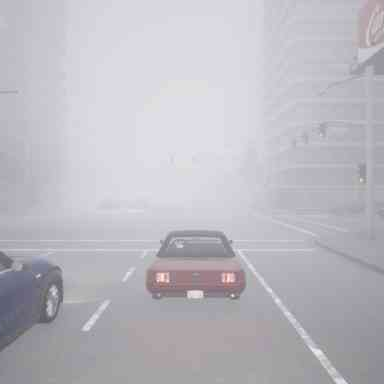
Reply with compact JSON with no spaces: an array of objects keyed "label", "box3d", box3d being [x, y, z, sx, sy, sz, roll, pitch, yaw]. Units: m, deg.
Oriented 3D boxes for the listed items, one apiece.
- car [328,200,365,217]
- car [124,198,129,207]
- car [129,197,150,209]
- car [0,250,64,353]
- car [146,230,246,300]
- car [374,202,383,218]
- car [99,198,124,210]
[{"label":"car","box3d":[15.340,1.504,31.272,4.892,1.490,1.837,0,0,0]},{"label":"car","box3d":[-10.453,1.600,52.094,1.895,1.301,4.718,0,0,1]},{"label":"car","box3d":[-6.962,1.491,46.451,2.128,1.511,4.902,0,0,1]},{"label":"car","box3d":[-3.434,1.352,4.329,2.097,1.767,4.553,0,0,1]},{"label":"car","box3d":[0.106,1.601,8.353,1.895,1.301,4.718,0,0,1]},{"label":"car","box3d":[18.253,1.220,27.783,5.566,2.045,2.150,0,0,0]},{"label":"car","box3d":[-10.488,1.504,42.838,1.837,1.490,4.892,0,0,0]}]
